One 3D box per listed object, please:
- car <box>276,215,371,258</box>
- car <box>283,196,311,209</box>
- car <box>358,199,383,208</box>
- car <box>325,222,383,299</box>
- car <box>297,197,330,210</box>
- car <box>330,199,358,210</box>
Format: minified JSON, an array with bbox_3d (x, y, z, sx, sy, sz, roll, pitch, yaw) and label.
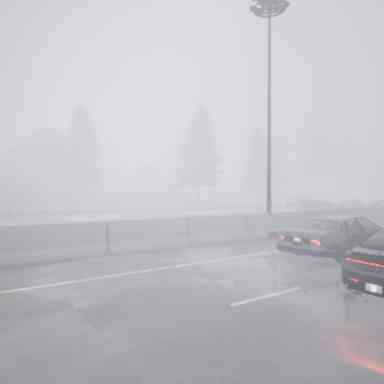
[{"bbox_3d":[5.330,1.533,11.750,5.357,1.411,2.033,0,0,-35],"label":"car"},{"bbox_3d":[14.119,1.284,43.714,4.553,1.767,2.097,0,0,-35],"label":"car"},{"bbox_3d":[19.865,1.497,34.927,4.674,1.442,1.812,0,0,-35],"label":"car"},{"bbox_3d":[5.342,1.503,7.504,4.892,1.490,1.837,-1,1,-34],"label":"car"},{"bbox_3d":[15.255,1.546,40.246,4.718,1.301,1.895,0,0,-35],"label":"car"},{"bbox_3d":[18.261,1.523,38.072,4.181,1.385,1.994,0,0,-35],"label":"car"}]
